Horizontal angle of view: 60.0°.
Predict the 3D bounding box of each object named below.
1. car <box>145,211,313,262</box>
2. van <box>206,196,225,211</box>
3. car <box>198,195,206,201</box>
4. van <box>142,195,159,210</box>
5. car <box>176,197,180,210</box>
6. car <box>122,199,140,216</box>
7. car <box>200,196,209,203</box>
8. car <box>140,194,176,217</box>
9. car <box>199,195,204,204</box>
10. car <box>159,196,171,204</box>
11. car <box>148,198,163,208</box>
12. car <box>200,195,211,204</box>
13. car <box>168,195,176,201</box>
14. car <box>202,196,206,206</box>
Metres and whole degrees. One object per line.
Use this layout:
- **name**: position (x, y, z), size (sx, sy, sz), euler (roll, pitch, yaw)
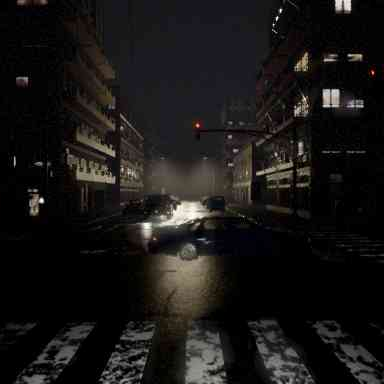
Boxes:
- **car**: position (1.235, 1.512, 11.434), size (5.357, 1.411, 2.033), euler (-1, 0, 0)
- **van**: position (2.727, 1.331, 36.836), size (1.690, 1.788, 3.998), euler (0, 0, 0)
- **car**: position (2.641, 1.527, 87.691), size (1.947, 1.339, 4.313), euler (0, 0, 0)
- **van**: position (-5.372, 1.329, 43.046), size (1.690, 1.788, 3.998), euler (0, 0, 0)
- **car**: position (-2.821, 1.553, 39.849), size (1.994, 1.385, 4.181), euler (0, 0, -1)
- **car**: position (-5.416, 1.432, 31.882), size (1.967, 1.590, 4.097), euler (0, 0, 0)
- **car**: position (2.627, 1.520, 70.946), size (1.887, 1.381, 4.507), euler (0, 0, 0)
- **car**: position (-2.838, 1.214, 29.364), size (2.150, 2.045, 5.566), euler (0, 0, 0)
- **car**: position (2.614, 1.550, 54.202), size (1.947, 1.339, 4.313), euler (0, 0, 0)
- **car**: position (-5.259, 1.524, 65.371), size (1.887, 1.381, 4.507), euler (0, 0, 0)
- **car**: position (-5.321, 1.568, 48.627), size (1.802, 1.307, 4.206), euler (0, 0, 0)
- **car**: position (2.622, 1.419, 65.364), size (1.967, 1.590, 4.097), euler (0, 0, 0)
- **car**: position (-5.240, 1.512, 87.697), size (2.008, 1.369, 4.403), euler (0, 0, 0)
- **car**: position (2.697, 1.533, 43.040), size (1.887, 1.381, 4.507), euler (0, 0, 0)
